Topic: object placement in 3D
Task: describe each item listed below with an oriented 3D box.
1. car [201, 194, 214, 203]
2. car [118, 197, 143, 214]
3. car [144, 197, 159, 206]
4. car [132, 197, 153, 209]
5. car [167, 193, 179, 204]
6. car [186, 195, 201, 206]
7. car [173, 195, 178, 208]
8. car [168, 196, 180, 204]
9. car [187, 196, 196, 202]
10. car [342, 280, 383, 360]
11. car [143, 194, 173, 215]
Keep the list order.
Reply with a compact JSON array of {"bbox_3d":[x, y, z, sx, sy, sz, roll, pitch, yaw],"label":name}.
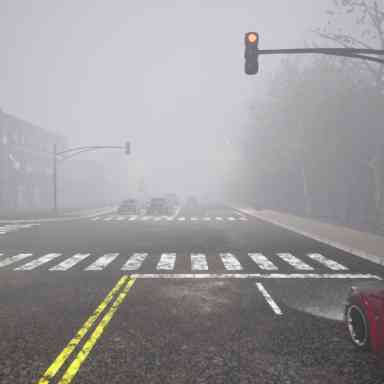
[{"bbox_3d":[3.248,1.576,66.101,1.895,1.301,4.718,0,0,0],"label":"car"},{"bbox_3d":[-6.646,1.494,35.665,1.837,1.490,4.892,0,0,0],"label":"car"},{"bbox_3d":[-6.657,1.506,55.222,1.812,1.442,4.674,0,0,0],"label":"car"},{"bbox_3d":[-6.654,1.476,45.089,2.128,1.511,4.902,0,0,0],"label":"car"},{"bbox_3d":[-3.415,1.202,53.954,2.150,2.045,5.566,0,0,1],"label":"car"},{"bbox_3d":[0.018,1.458,54.840,1.882,1.535,5.008,0,0,0],"label":"car"},{"bbox_3d":[-3.402,1.533,43.596,2.033,1.411,5.357,0,0,1],"label":"car"},{"bbox_3d":[-3.393,1.523,64.559,2.033,1.411,5.357,0,0,0],"label":"car"},{"bbox_3d":[-0.114,1.564,77.262,1.895,1.301,4.718,0,0,0],"label":"car"},{"bbox_3d":[3.348,1.563,3.519,1.994,1.385,4.181,0,0,0],"label":"car"},{"bbox_3d":[-3.396,1.342,34.123,2.097,1.767,4.553,0,0,0],"label":"car"}]
